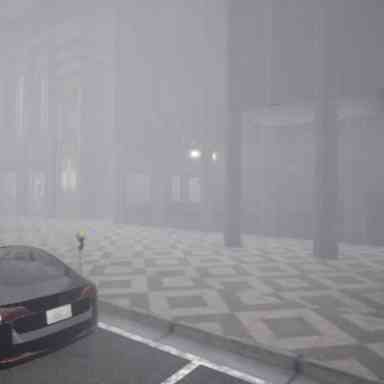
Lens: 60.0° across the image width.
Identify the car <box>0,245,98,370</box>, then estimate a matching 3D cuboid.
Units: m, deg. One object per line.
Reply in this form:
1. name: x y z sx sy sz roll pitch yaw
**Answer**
1. car: -3.340 1.542 5.344 4.313 1.339 1.947 0 0 36
